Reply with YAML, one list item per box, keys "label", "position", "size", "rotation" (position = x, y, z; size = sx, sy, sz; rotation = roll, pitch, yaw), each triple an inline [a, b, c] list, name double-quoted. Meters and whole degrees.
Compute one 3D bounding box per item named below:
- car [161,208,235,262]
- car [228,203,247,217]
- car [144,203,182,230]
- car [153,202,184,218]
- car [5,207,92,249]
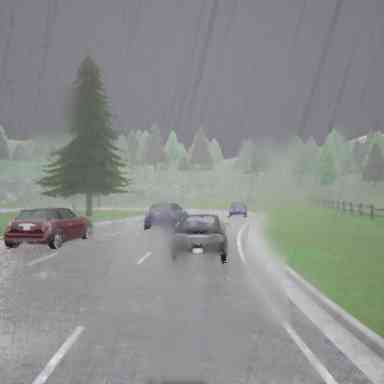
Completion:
- label: "car"
  position: [0.378, 1.584, 12.511]
  size: [2.128, 1.511, 4.902]
  rotation: [0, 0, 5]
- label: "car"
  position: [4.703, 1.798, 34.377]
  size: [2.033, 1.411, 5.357]
  rotation: [0, 0, 8]
- label: "car"
  position: [-1.590, 1.519, 22.445]
  size: [2.097, 1.767, 4.553]
  rotation: [0, 0, 12]
- label: "car"
  position: [-2.305, 1.805, 34.741]
  size: [2.033, 1.411, 5.357]
  rotation: [0, 0, 10]
- label: "car"
  position: [-6.331, 1.470, 15.311]
  size: [2.097, 1.767, 4.553]
  rotation: [0, 0, 6]
